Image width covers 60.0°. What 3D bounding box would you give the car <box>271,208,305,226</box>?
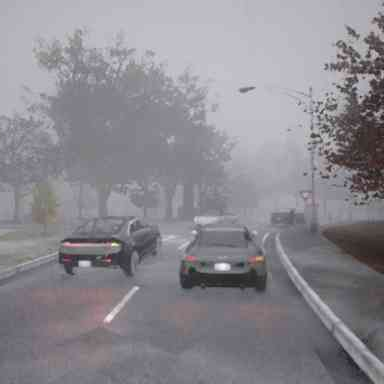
[{"bbox_3d":[8.658,2.183,29.439,1.882,1.535,5.008,-2,-4,36],"label":"car"}]

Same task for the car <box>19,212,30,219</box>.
[{"bbox_3d":[-25.142,3.672,54.020,2.033,1.411,5.357,-2,-4,31],"label":"car"}]

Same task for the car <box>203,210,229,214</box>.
[{"bbox_3d":[1.951,2.051,25.098,1.895,1.301,4.718,-2,-4,25],"label":"car"}]

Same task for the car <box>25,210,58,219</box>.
[{"bbox_3d":[-26.106,3.836,57.810,2.128,1.511,4.902,-3,-5,42],"label":"car"}]

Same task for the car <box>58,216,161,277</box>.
[{"bbox_3d":[-2.238,1.478,10.250,2.128,1.511,4.902,-1,0,7],"label":"car"}]

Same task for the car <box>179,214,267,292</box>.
[{"bbox_3d":[0.861,1.529,8.962,1.994,1.385,4.181,0,0,6],"label":"car"}]
